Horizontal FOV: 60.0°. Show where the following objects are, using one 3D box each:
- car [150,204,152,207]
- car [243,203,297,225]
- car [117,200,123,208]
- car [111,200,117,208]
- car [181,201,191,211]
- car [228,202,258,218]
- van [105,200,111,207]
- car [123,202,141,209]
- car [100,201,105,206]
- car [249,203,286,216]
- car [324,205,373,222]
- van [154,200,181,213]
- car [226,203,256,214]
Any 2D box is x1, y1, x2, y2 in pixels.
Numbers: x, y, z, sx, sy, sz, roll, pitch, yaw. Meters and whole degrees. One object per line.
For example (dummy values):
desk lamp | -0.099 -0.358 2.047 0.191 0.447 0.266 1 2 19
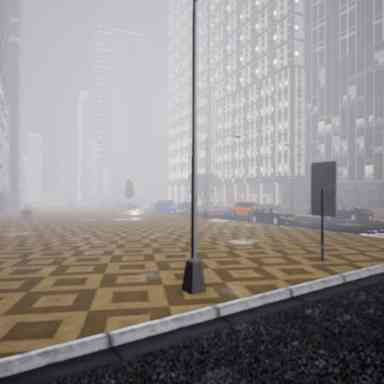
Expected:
car | -8.115 2.811 75.263 1.802 1.307 4.206 -1 -1 -26
car | 6.276 1.815 26.016 2.008 1.369 4.403 -1 -1 -26
car | -13.156 2.604 66.410 1.752 1.417 4.829 -1 -1 -26
car | -15.667 2.733 71.631 1.887 1.381 4.507 -1 -1 -26
car | -0.961 2.310 54.289 1.837 1.490 4.892 0 -1 -24
car | 5.842 1.742 32.922 2.097 1.767 4.553 0 -1 -26
van | -18.109 2.636 76.701 1.690 1.788 3.998 -1 -1 -26
car | -10.791 2.527 61.495 2.008 1.369 4.403 -1 -1 -26
car | -22.981 3.055 86.835 1.887 1.381 4.507 -1 -1 -26
car | 8.951 2.069 39.785 1.947 1.339 4.313 -1 -1 -26
car | 13.827 1.855 29.648 2.008 1.369 4.403 -1 -1 -26
van | -3.481 2.006 46.293 1.690 1.788 3.998 -1 -1 -26
car | 6.513 2.170 44.854 1.947 1.339 4.313 -1 -1 -26
